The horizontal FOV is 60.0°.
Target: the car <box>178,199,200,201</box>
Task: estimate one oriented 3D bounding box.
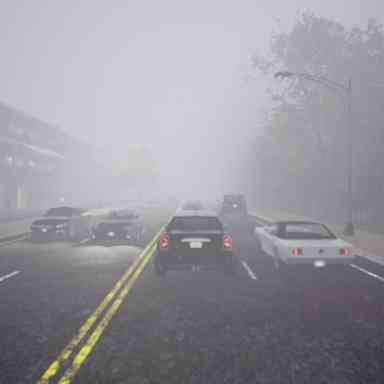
[{"bbox_3d":[0.088,1.440,28.931,2.128,1.511,4.902,0,0,0],"label":"car"}]

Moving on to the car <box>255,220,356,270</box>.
[{"bbox_3d":[3.346,1.581,10.925,1.895,1.301,4.718,0,0,0],"label":"car"}]

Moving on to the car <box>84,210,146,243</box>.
[{"bbox_3d":[-3.355,1.536,15.760,1.994,1.385,4.181,0,0,0],"label":"car"}]

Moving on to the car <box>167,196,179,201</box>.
[{"bbox_3d":[-3.319,1.373,57.976,1.882,1.535,5.008,0,0,1],"label":"car"}]

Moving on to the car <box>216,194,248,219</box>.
[{"bbox_3d":[3.338,1.171,28.399,2.150,2.045,5.566,0,0,0],"label":"car"}]

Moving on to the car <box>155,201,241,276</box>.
[{"bbox_3d":[0.097,1.334,10.401,2.097,1.767,4.553,0,0,0],"label":"car"}]

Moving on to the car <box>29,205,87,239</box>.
[{"bbox_3d":[-6.606,1.474,17.313,1.837,1.490,4.892,0,0,0],"label":"car"}]

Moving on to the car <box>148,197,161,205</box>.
[{"bbox_3d":[-6.561,1.495,58.351,1.895,1.301,4.718,0,0,1],"label":"car"}]
